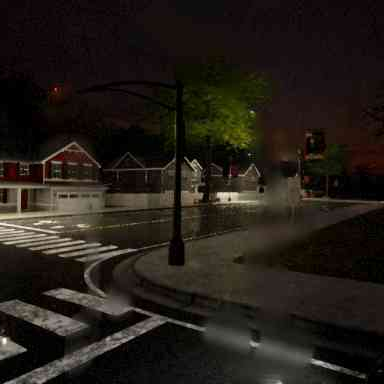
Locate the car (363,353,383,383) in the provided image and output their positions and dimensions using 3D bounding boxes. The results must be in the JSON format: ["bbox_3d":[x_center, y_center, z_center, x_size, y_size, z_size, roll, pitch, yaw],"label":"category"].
[{"bbox_3d":[3.328,1.506,1.308,4.892,1.490,1.837,0,0,35],"label":"car"}]
